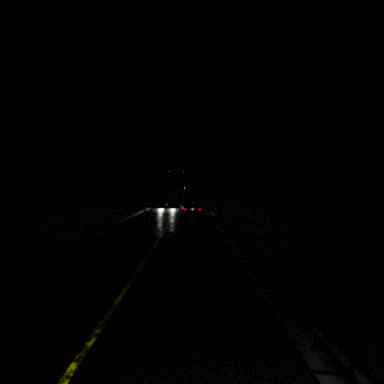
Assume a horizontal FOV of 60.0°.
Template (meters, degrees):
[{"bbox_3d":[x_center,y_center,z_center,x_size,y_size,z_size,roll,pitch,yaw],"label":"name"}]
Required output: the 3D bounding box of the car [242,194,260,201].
[{"bbox_3d":[11.537,1.077,62.718,4.313,1.339,1.947,-1,2,0],"label":"car"}]

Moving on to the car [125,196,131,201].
[{"bbox_3d":[-15.614,1.189,71.235,4.829,1.417,1.752,-1,2,0],"label":"car"}]

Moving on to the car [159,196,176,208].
[{"bbox_3d":[-3.116,1.280,43.303,1.837,1.490,4.892,0,0,0],"label":"car"}]

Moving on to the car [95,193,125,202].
[{"bbox_3d":[-15.431,1.384,62.712,4.206,1.307,1.802,-1,2,0],"label":"car"}]

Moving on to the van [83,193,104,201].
[{"bbox_3d":[-21.126,1.060,71.228,3.998,1.788,1.690,-1,2,0],"label":"van"}]

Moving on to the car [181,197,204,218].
[{"bbox_3d":[0.032,1.416,28.906,2.033,1.411,5.357,0,0,0],"label":"car"}]

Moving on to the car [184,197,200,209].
[{"bbox_3d":[-0.002,1.338,43.122,1.994,1.385,4.181,0,0,0],"label":"car"}]

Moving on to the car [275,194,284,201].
[{"bbox_3d":[16.916,1.000,62.720,4.403,1.369,2.008,-1,2,0],"label":"car"}]

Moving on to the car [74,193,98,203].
[{"bbox_3d":[-21.114,1.174,62.703,5.009,1.841,2.192,-1,2,0],"label":"car"}]

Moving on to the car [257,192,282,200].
[{"bbox_3d":[16.567,0.838,71.243,4.829,1.417,1.752,-1,2,0],"label":"car"}]
